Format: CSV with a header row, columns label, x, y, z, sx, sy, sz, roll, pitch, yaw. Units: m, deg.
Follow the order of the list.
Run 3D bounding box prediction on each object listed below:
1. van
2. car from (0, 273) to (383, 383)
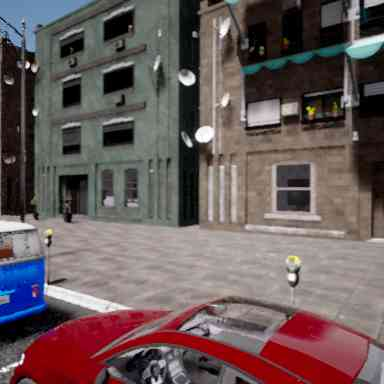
label,x,y,z,sx,sy,sz,roll,pitch,yaw
van,-4.322,1.361,5.949,3.998,1.788,1.690,0,0,36
car,0.197,1.586,2.729,4.206,1.307,1.802,0,0,36
